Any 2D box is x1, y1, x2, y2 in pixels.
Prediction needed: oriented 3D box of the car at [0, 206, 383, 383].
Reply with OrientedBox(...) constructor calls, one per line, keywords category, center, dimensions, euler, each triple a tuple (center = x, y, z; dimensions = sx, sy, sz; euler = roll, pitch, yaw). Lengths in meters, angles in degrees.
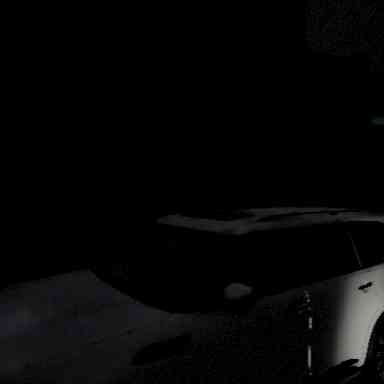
OrientedBox(category="car", center=(0.411, 1.224, 3.809), dimensions=(5.566, 2.045, 2.150), euler=(0, 0, -34))
